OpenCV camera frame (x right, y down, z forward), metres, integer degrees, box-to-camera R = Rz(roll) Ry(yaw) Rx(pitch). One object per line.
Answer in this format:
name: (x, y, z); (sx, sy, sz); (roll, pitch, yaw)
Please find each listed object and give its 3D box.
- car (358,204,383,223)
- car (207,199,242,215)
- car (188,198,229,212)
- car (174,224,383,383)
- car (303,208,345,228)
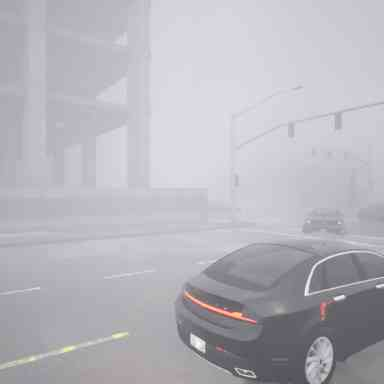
car: (14.166, 1.564, 23.692); (1.994, 1.385, 4.181); (0, 0, -36)
car: (2.648, 1.547, 33.624); (2.033, 1.411, 5.357); (0, 0, -36)
car: (1.935, 1.547, 40.568); (2.033, 1.411, 5.357); (0, 0, -36)
car: (2.052, 1.505, 5.255); (4.892, 1.490, 1.837); (0, 0, -35)
car: (7.520, 1.601, 18.611); (1.895, 1.301, 4.718); (0, 0, 25)
